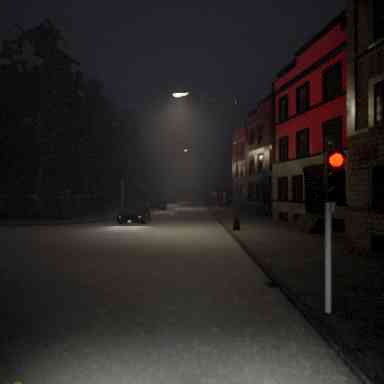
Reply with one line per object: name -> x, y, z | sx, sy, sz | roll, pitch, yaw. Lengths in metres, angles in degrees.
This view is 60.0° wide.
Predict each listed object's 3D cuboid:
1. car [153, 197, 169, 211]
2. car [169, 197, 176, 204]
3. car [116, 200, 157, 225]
car -> -4.071, 1.503, 39.665 | 1.812, 1.442, 4.674 | 0, 1, 0
car -> -4.022, 1.565, 60.924 | 1.895, 1.301, 4.718 | 0, 0, 0
car -> -4.086, 1.533, 24.387 | 2.033, 1.411, 5.357 | 0, 0, 0
